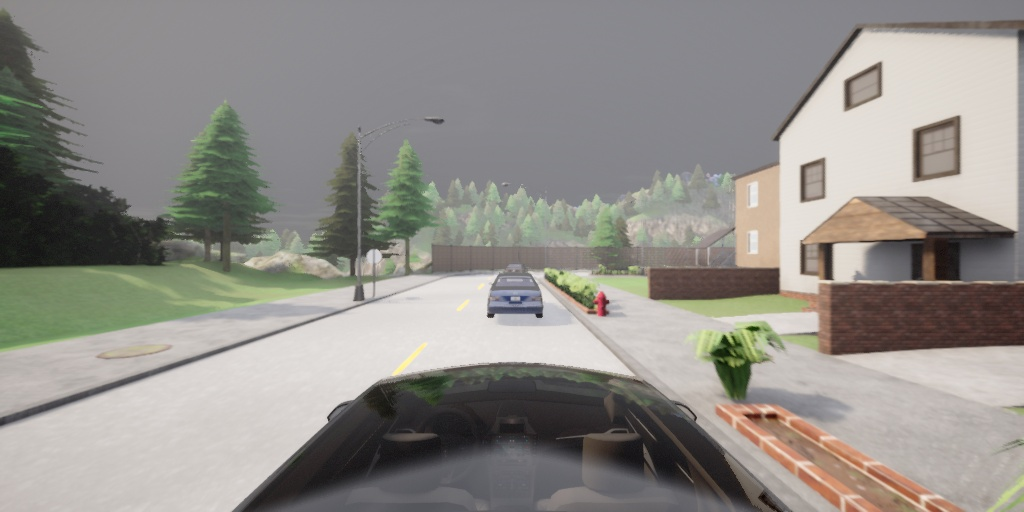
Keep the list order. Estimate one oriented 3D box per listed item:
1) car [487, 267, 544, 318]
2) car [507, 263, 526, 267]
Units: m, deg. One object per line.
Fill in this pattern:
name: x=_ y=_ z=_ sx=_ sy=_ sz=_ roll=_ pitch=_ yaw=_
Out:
car: x=0.099 y=1.298 z=13.020 sx=2.033 sy=1.411 sz=5.357 roll=0 pitch=0 yaw=0
car: x=0.462 y=1.301 z=32.095 sx=2.033 sy=1.411 sz=5.357 roll=0 pitch=0 yaw=7
